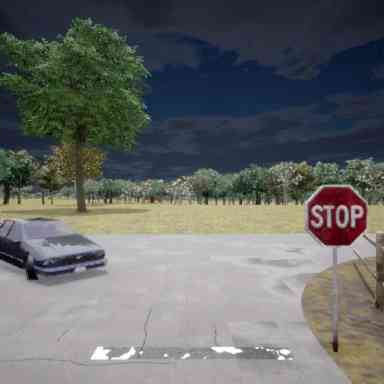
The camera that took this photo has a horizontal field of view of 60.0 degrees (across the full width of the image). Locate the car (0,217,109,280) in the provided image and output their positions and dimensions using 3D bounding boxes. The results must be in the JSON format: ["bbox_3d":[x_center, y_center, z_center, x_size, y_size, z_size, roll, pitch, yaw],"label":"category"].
[{"bbox_3d":[-4.773,1.520,10.247,5.357,1.411,2.033,2,1,42],"label":"car"}]
